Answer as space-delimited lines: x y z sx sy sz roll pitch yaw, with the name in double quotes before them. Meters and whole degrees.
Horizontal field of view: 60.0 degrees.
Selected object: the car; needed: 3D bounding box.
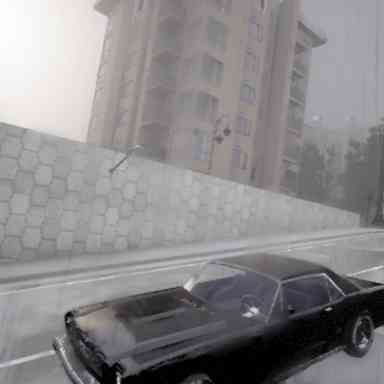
"car" 0.739 1.615 4.513 4.718 1.301 1.895 0 0 -35
